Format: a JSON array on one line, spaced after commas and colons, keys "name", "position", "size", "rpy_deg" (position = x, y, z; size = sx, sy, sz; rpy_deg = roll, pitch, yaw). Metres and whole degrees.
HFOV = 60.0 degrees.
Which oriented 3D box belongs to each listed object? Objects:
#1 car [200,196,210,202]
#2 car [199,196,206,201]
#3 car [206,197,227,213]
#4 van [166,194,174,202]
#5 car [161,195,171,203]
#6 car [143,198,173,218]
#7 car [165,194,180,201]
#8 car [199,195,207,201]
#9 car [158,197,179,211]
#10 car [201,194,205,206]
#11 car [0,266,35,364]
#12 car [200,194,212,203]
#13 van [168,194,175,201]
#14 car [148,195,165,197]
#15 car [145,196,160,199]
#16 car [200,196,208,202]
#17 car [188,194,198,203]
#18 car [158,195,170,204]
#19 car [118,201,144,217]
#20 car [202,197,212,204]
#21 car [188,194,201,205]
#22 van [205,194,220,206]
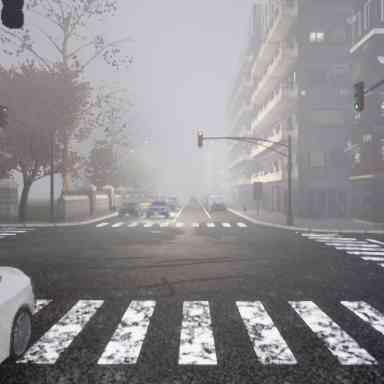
[{"name": "car", "position": [2.943, 1.623, 75.942], "size": [2.008, 1.369, 4.403], "rpy_deg": [0, 0, 0]}, {"name": "car", "position": [2.998, 1.693, 92.832], "size": [1.802, 1.307, 4.206], "rpy_deg": [0, 0, 0]}, {"name": "car", "position": [2.813, 1.561, 36.530], "size": [1.887, 1.381, 4.507], "rpy_deg": [0, 0, 0]}, {"name": "van", "position": [-5.419, 1.425, 81.600], "size": [1.690, 1.788, 3.998], "rpy_deg": [0, 0, 0]}, {"name": "car", "position": [-5.455, 1.502, 70.339], "size": [1.967, 1.590, 4.097], "rpy_deg": [0, 0, 0]}, {"name": "car", "position": [-2.993, 1.537, 30.321], "size": [1.812, 1.442, 4.674], "rpy_deg": [0, 0, 0]}, {"name": "car", "position": [-2.910, 1.536, 50.436], "size": [1.837, 1.490, 4.892], "rpy_deg": [0, 0, 0]}, {"name": "car", "position": [2.980, 1.537, 87.201], "size": [1.967, 1.590, 4.097], "rpy_deg": [0, 0, 0]}, {"name": "car", "position": [-2.960, 1.621, 40.245], "size": [1.895, 1.301, 4.718], "rpy_deg": [0, 0, 0]}, {"name": "car", "position": [2.869, 1.476, 53.422], "size": [1.967, 1.590, 4.097], "rpy_deg": [0, 0, 0]}, {"name": "car", "position": [-3.060, 1.517, 3.102], "size": [1.812, 1.442, 4.674], "rpy_deg": [1, 0, -4]}, {"name": "car", "position": [2.925, 1.377, 70.312], "size": [2.192, 1.841, 5.009], "rpy_deg": [0, 0, 0]}, {"name": "van", "position": [-5.400, 1.438, 87.229], "size": [1.690, 1.788, 3.998], "rpy_deg": [0, 0, 0]}, {"name": "car", "position": [-5.529, 1.343, 47.819], "size": [2.192, 1.841, 5.009], "rpy_deg": [0, 0, 0]}, {"name": "car", "position": [-5.548, 1.547, 42.019], "size": [1.752, 1.417, 4.829], "rpy_deg": [0, 0, 0]}, {"name": "car", "position": [2.961, 1.629, 81.572], "size": [1.887, 1.381, 4.507], "rpy_deg": [0, 0, 0]}, {"name": "car", "position": [0.246, 1.419, 71.422], "size": [2.097, 1.767, 4.553], "rpy_deg": [0, 0, 0]}, {"name": "car", "position": [-5.474, 1.493, 64.710], "size": [1.967, 1.590, 4.097], "rpy_deg": [0, 0, 0]}, {"name": "car", "position": [-5.585, 1.577, 30.928], "size": [1.947, 1.339, 4.313], "rpy_deg": [0, 0, 0]}, {"name": "car", "position": [2.906, 1.597, 64.681], "size": [1.887, 1.381, 4.507], "rpy_deg": [0, 0, 0]}, {"name": "car", "position": [0.303, 1.573, 61.343], "size": [1.812, 1.442, 4.674], "rpy_deg": [0, 0, 0]}, {"name": "van", "position": [2.833, 1.363, 42.161], "size": [1.690, 1.788, 3.998], "rpy_deg": [0, 0, 0]}]
